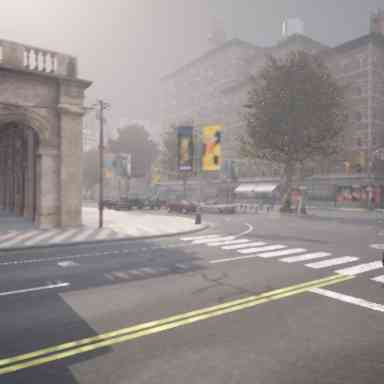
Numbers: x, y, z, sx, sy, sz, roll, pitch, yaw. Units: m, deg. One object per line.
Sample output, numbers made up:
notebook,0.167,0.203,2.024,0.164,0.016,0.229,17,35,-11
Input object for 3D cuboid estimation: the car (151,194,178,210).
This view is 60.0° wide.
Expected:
car,-2.856,1.298,44.924,2.150,2.045,5.566,0,0,-35

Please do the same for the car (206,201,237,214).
car,2.765,1.678,36.936,1.895,1.301,4.718,0,0,-35

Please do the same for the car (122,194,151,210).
car,-6.884,1.285,44.562,2.150,2.045,5.566,0,0,-35

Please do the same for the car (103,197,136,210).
car,-9.335,1.650,42.571,1.895,1.301,4.718,0,0,-35

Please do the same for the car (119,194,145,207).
car,-10.065,1.297,55.209,2.150,2.045,5.566,0,0,-35

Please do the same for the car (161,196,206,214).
car,-0.988,1.543,36.188,1.882,1.535,5.008,0,0,-35

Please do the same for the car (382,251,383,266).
car,7.063,1.636,8.785,4.718,1.301,1.895,0,0,-36
